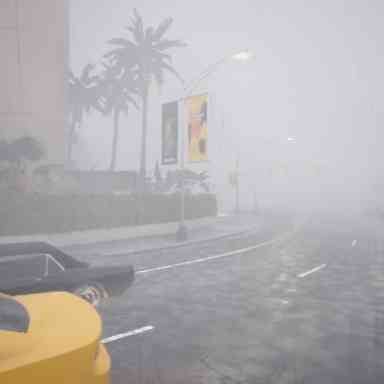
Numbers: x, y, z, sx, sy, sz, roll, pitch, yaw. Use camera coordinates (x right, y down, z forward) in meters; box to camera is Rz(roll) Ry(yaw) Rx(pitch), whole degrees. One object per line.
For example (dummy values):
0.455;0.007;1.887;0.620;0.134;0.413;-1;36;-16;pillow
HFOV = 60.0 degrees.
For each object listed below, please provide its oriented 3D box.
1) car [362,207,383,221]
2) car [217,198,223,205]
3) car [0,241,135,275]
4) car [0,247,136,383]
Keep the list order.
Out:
17.803;2.019;31.298;1.895;1.301;4.718;0;-1;5;car
6.278;2.245;80.803;2.097;1.535;5.008;0;-1;-3;car
-3.514;1.625;5.920;4.718;1.301;1.895;1;-1;-38;car
-3.036;1.471;2.053;5.008;1.535;1.882;1;0;-36;car
